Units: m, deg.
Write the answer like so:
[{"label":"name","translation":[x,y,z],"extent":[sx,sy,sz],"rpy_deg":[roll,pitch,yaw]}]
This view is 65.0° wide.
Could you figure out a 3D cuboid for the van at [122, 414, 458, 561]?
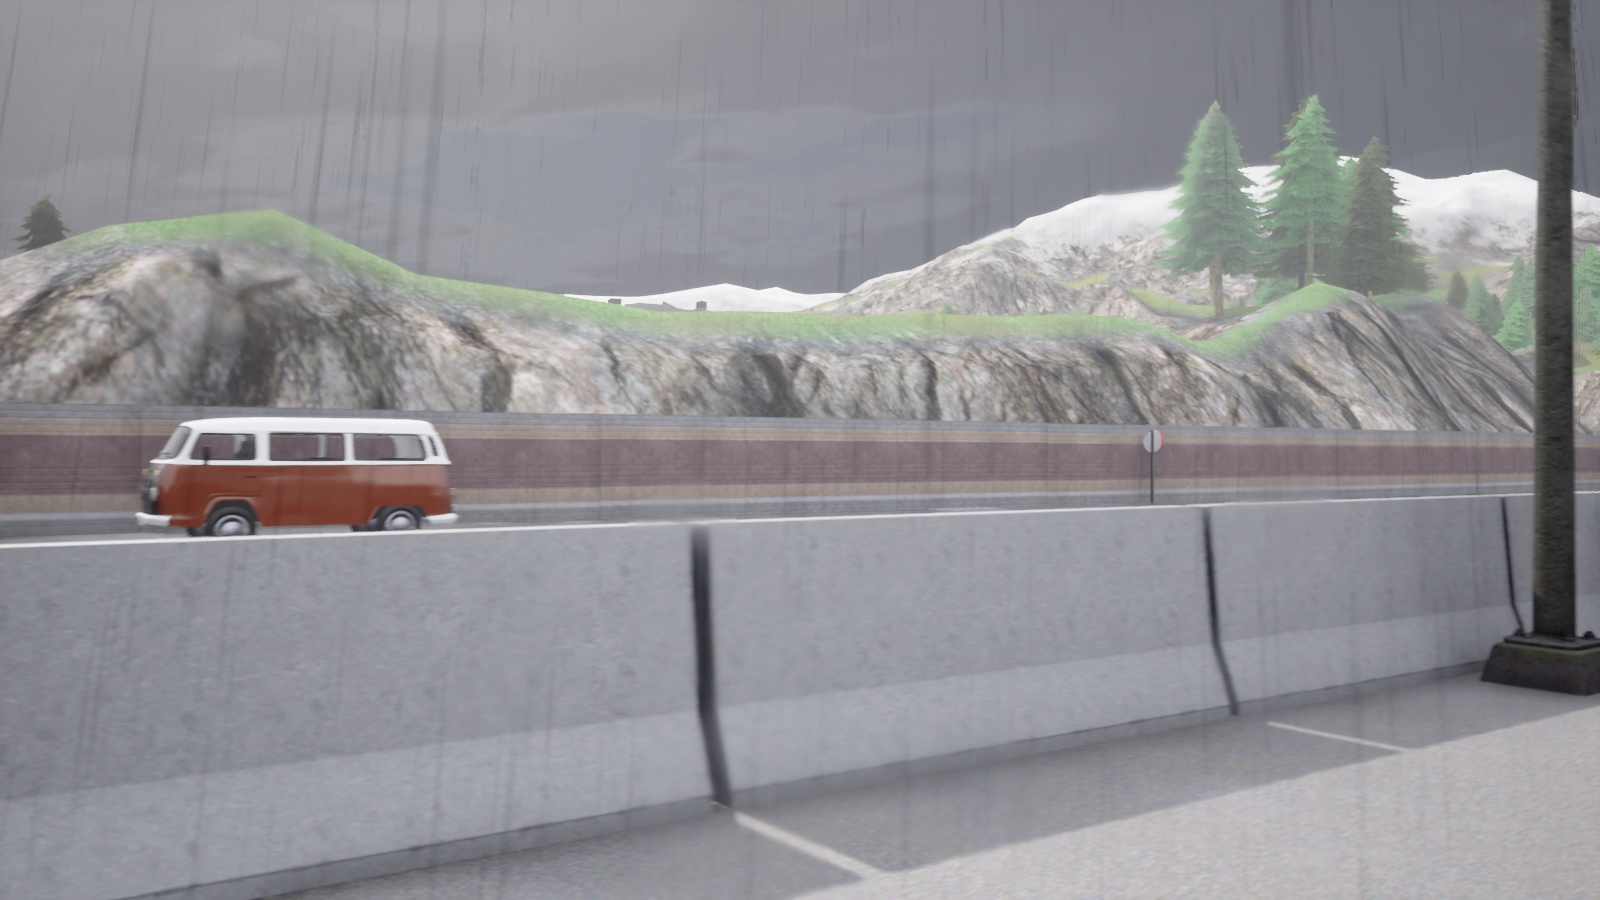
[{"label":"van","translation":[-7.864,0.536,19.507],"extent":[4.480,2.038,2.069],"rpy_deg":[1,0,-35]}]
